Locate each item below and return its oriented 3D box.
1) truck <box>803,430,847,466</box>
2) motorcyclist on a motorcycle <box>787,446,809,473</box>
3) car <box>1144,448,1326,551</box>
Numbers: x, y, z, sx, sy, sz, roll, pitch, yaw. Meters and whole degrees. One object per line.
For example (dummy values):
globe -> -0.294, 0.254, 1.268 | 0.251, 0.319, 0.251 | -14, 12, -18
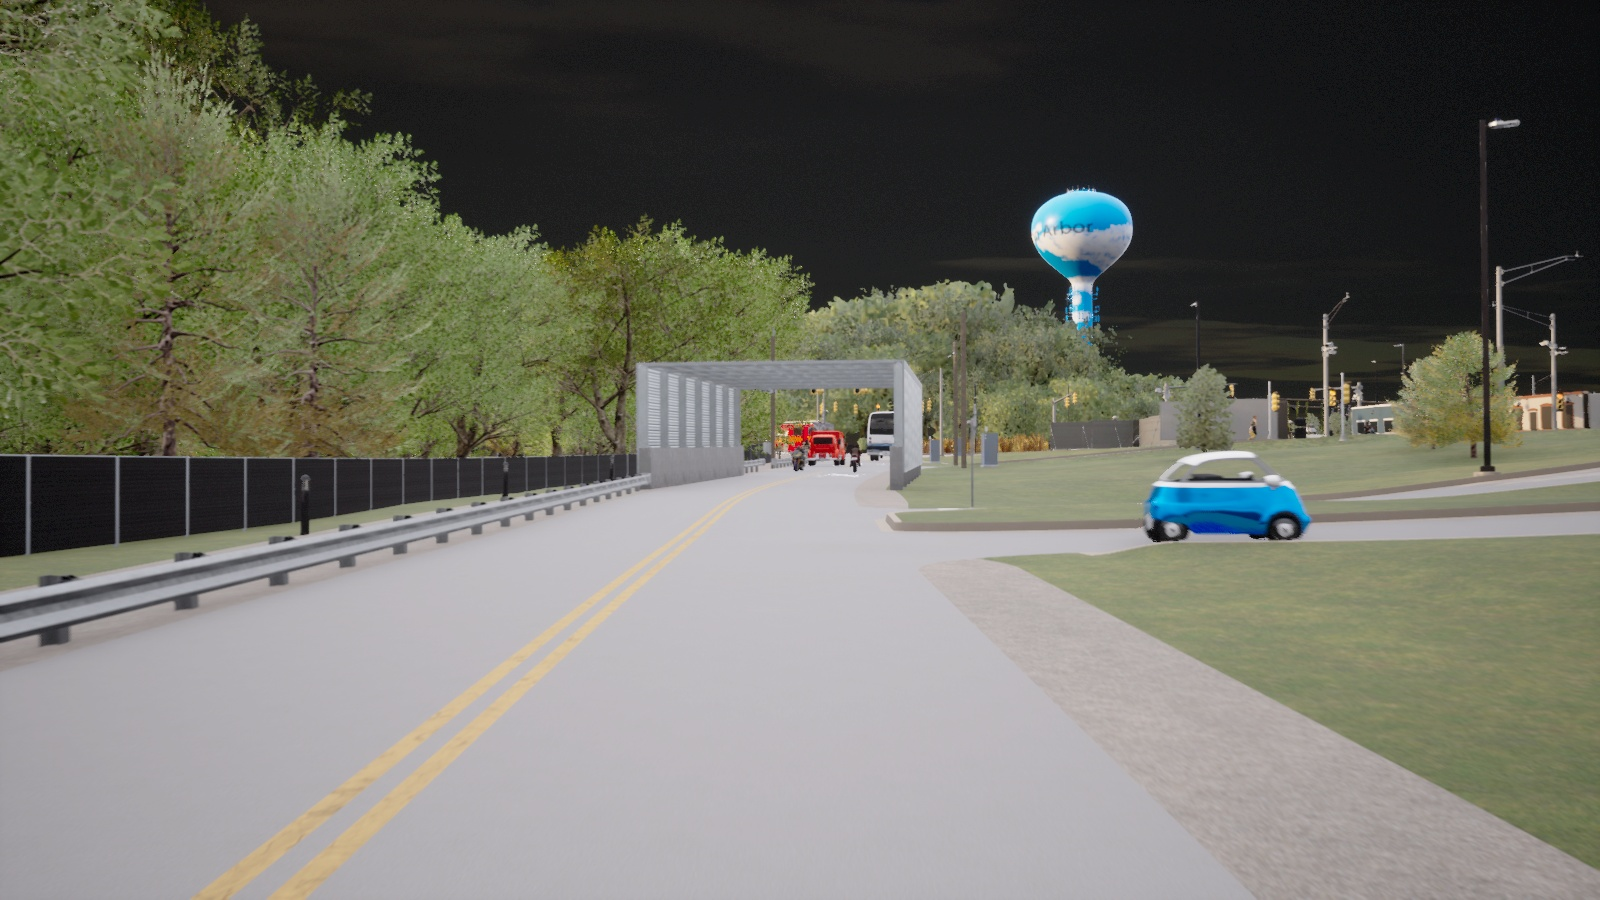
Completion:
truck -> 1.843, -0.111, 89.350 | 2.627, 2.467, 5.204 | 0, 0, 7
motorcyclist on a motorcycle -> -0.102, 0.516, 71.541 | 0.866, 1.530, 2.191 | 0, 0, 11
car -> 6.348, 0.703, 18.508 | 2.207, 1.376, 1.481 | -2, 1, 5
